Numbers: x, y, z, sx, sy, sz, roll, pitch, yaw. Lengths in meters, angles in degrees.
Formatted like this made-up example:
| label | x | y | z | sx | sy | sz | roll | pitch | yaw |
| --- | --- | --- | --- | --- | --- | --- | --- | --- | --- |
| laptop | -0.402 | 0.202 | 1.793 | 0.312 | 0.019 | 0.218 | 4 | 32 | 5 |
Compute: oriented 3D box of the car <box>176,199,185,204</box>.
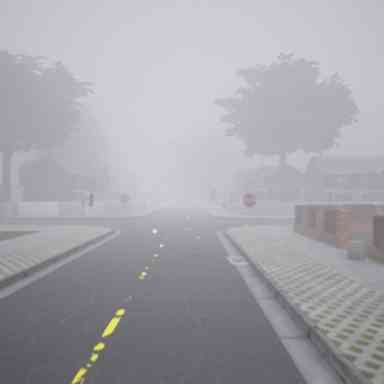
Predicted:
| label | x | y | z | sx | sy | sz | roll | pitch | yaw |
| --- | --- | --- | --- | --- | --- | --- | --- | --- | --- |
| car | -2.730 | 2.299 | 80.430 | 1.994 | 1.385 | 4.181 | 0 | -1 | 0 |
